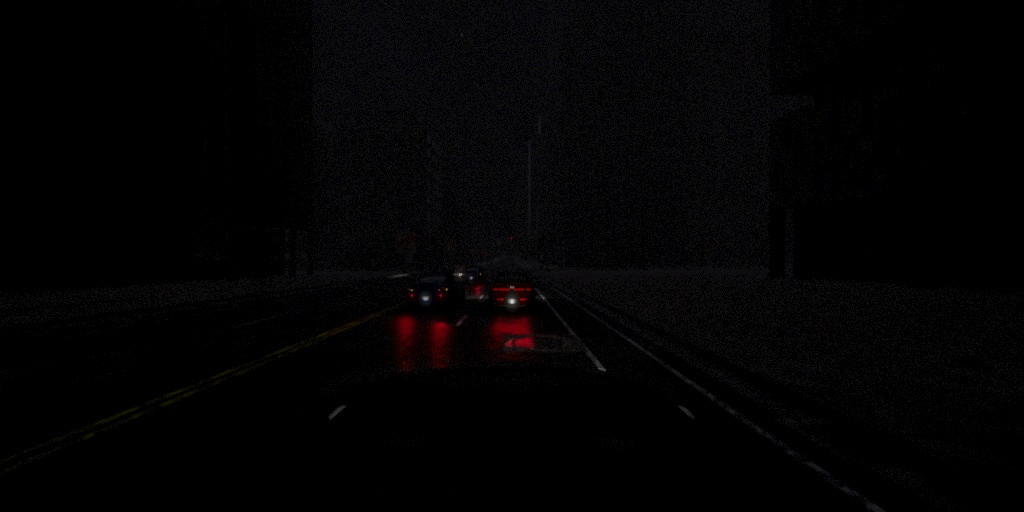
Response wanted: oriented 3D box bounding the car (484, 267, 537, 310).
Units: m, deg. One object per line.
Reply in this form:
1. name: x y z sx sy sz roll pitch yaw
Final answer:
1. car: 0.024 1.393 15.385 1.837 1.490 4.892 0 0 1

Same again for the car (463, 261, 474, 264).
1. car: -6.522 1.684 53.495 2.097 1.767 4.553 0 -1 0

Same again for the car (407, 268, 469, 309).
1. car: -3.226 1.416 15.769 1.812 1.442 4.674 0 0 0

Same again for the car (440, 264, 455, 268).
1. car: -9.762 1.892 54.398 2.033 1.411 5.357 0 -1 0

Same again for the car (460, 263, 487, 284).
1. car: -3.224 1.585 30.775 1.812 1.442 4.674 0 0 0
